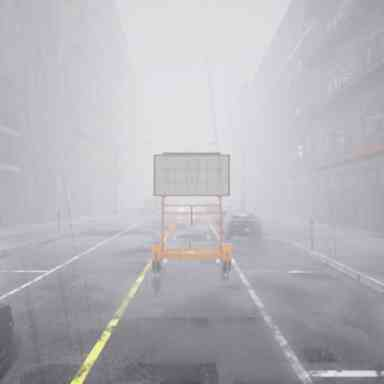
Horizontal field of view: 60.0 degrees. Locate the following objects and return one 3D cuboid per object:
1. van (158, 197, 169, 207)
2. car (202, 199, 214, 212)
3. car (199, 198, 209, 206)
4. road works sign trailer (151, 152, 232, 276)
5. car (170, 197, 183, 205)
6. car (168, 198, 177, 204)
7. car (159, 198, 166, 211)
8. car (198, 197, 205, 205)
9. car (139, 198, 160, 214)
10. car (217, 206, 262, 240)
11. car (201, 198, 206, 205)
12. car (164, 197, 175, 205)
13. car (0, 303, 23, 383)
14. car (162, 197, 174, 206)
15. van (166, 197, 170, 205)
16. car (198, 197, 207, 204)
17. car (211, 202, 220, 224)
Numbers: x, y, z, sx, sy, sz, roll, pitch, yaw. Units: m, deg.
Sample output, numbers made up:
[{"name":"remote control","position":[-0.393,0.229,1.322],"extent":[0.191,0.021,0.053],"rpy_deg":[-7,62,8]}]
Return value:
[{"name":"van","position":[-5.263,1.885,62.178],"extent":[1.690,1.788,3.998],"rpy_deg":[1,-1,0]},{"name":"car","position":[2.602,1.874,39.988],"extent":[1.887,1.381,4.507],"rpy_deg":[1,-1,0]},{"name":"car","position":[2.627,2.101,73.173],"extent":[1.967,1.590,4.097],"rpy_deg":[1,-1,0]},{"name":"road works sign trailer","position":[-0.005,0.543,10.562],"extent":[2.380,3.560,2.880],"rpy_deg":[0,0,0]},{"name":"car","position":[-2.722,2.067,62.015],"extent":[1.812,1.442,4.674],"rpy_deg":[0,-1,0]},{"name":"car","position":[-5.256,2.414,89.827],"extent":[1.947,1.339,4.313],"rpy_deg":[1,-1,0]},{"name":"car","position":[-5.269,1.695,45.588],"extent":[2.192,1.841,5.009],"rpy_deg":[2,-1,0]},{"name":"car","position":[2.613,2.088,62.110],"extent":[1.887,1.381,4.507],"rpy_deg":[1,-1,0]},{"name":"car","position":[-5.277,1.853,39.885],"extent":[1.752,1.417,4.829],"rpy_deg":[2,-1,0]},{"name":"car","position":[2.592,1.681,17.866],"extent":[1.887,1.381,4.507],"rpy_deg":[1,0,0]},{"name":"car","position":[2.605,1.930,45.519],"extent":[2.008,1.369,4.403],"rpy_deg":[1,-1,0]},{"name":"car","position":[-5.255,2.037,78.767],"extent":[2.192,1.841,5.009],"rpy_deg":[1,-1,0]},{"name":"car","position":[-2.850,1.558,1.459],"extent":[2.033,1.411,5.357],"rpy_deg":[0,0,0]},{"name":"car","position":[-5.257,1.977,73.238],"extent":[2.192,1.841,5.009],"rpy_deg":[1,-1,0]},{"name":"van","position":[-5.265,1.828,56.646],"extent":[1.690,1.788,3.998],"rpy_deg":[2,-1,0]},{"name":"car","position":[2.593,2.098,84.235],"extent":[2.192,1.841,5.009],"rpy_deg":[1,-1,0]},{"name":"car","position":[2.595,1.708,23.568],"extent":[1.752,1.417,4.829],"rpy_deg":[1,0,0]}]
